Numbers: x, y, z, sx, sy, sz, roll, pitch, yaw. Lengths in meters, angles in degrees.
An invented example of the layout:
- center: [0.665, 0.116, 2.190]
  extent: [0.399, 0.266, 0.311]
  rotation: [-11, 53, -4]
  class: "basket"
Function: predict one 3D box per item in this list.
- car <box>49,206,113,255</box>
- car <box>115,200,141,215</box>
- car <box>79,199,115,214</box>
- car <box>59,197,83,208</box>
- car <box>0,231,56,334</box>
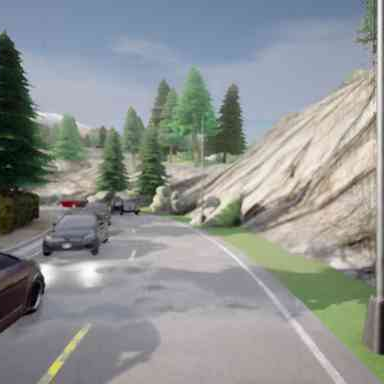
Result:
- center: [-4.443, 1.520, 13.318]
  extent: [1.812, 1.442, 4.674]
  rotation: [0, 0, -8]
  class: "car"
- center: [-6.668, 1.534, 33.227]
  extent: [2.033, 1.411, 5.357]
  rotation: [0, 0, -27]
  class: "car"
- center: [-6.659, 1.495, 23.128]
  extent: [1.837, 1.490, 4.892]
  rotation: [0, 0, -18]
  class: "car"
- center: [-15.726, 1.459, 44.279]
  extent: [5.008, 1.535, 1.882]
  rotation: [-1, 0, 38]
  class: "car"
- center: [-3.777, 1.562, 4.758]
  extent: [1.994, 1.385, 4.181]
  rotation: [0, 0, -2]
  class: "car"
